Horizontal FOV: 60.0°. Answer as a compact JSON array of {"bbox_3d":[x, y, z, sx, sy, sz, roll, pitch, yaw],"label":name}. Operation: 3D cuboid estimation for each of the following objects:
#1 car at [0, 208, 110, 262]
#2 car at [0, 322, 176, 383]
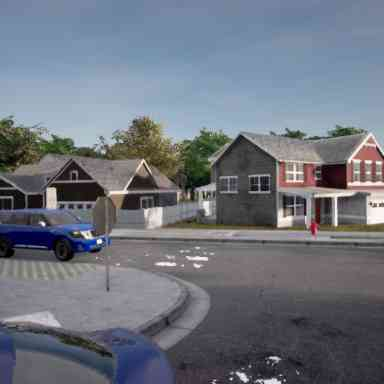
[{"bbox_3d":[-6.388,1.768,14.762,5.566,2.045,2.150,-2,0,22],"label":"car"},{"bbox_3d":[-2.139,1.528,1.405,4.674,1.442,1.812,0,0,-34],"label":"car"}]
